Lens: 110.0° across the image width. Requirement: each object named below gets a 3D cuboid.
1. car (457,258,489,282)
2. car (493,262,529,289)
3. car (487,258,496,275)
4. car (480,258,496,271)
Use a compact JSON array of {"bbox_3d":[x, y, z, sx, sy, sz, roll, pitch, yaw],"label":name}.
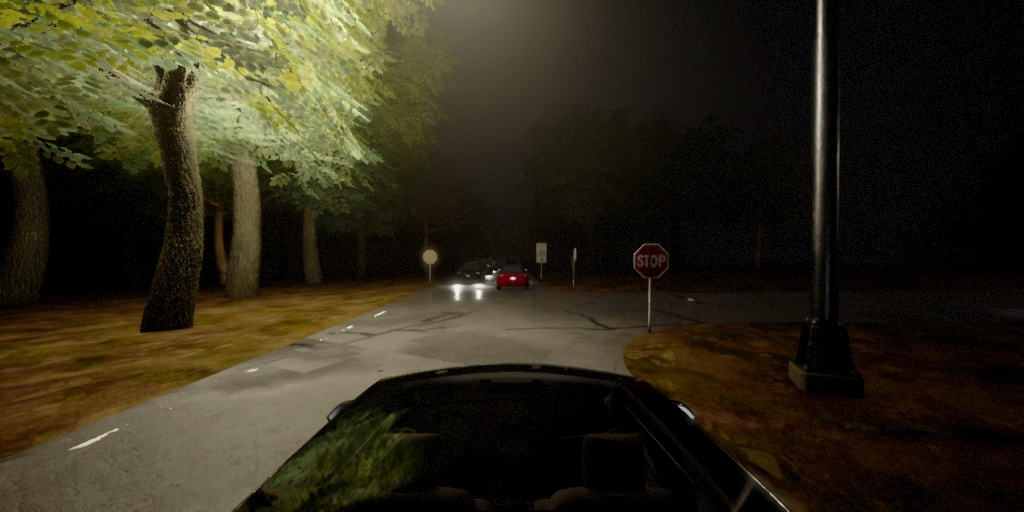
[{"bbox_3d":[-3.151,1.176,28.276,1.882,1.535,5.008,0,0,0],"label":"car"},{"bbox_3d":[0.052,1.280,22.887,1.994,1.385,4.181,0,0,0],"label":"car"},{"bbox_3d":[-3.171,1.025,38.076,2.097,1.767,4.553,0,0,0],"label":"car"},{"bbox_3d":[-3.187,1.105,48.098,1.882,1.535,5.008,0,0,0],"label":"car"}]
